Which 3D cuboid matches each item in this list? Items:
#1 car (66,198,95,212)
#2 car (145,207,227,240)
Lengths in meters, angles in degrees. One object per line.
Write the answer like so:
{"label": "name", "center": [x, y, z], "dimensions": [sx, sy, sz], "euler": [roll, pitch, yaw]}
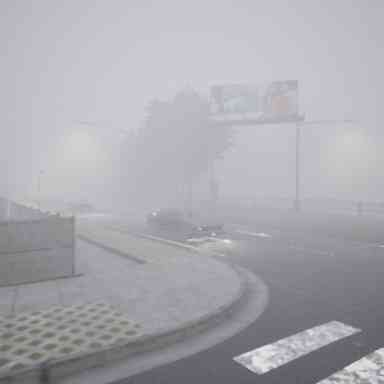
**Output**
{"label": "car", "center": [-11.301, 1.272, 33.569], "dimensions": [1.895, 1.301, 4.718], "euler": [0, 1, -32]}
{"label": "car", "center": [-0.530, 1.510, 17.391], "dimensions": [2.033, 1.411, 5.357], "euler": [0, 1, -35]}
